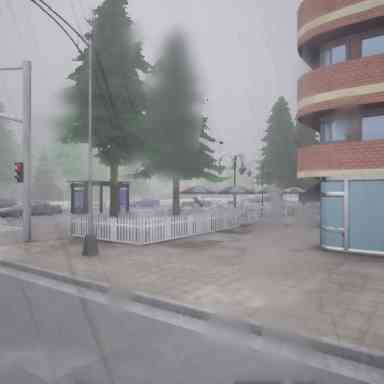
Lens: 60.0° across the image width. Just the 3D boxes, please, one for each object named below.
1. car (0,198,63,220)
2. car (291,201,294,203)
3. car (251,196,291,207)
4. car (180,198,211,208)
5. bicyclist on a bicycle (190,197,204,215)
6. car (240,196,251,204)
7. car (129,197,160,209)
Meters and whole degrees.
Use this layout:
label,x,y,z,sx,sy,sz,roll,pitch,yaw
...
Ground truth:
label,x,y,z,sx,sy,sz,roll,pitch,yaw
car,-13.751,1.492,28.198,2.033,1.411,5.357,0,0,36
car,13.332,1.545,50.766,4.718,1.301,1.895,0,0,-26
car,10.842,1.296,45.391,4.553,1.767,2.097,0,0,-34
car,0.362,1.545,46.244,4.718,1.301,1.895,0,0,-43
bicyclist on a bicycle,0.404,1.245,27.328,1.656,1.620,0.582,0,0,36
car,10.591,1.424,57.526,5.008,1.535,1.882,0,0,-25
car,-6.437,1.422,43.781,1.882,1.535,5.008,0,0,40
